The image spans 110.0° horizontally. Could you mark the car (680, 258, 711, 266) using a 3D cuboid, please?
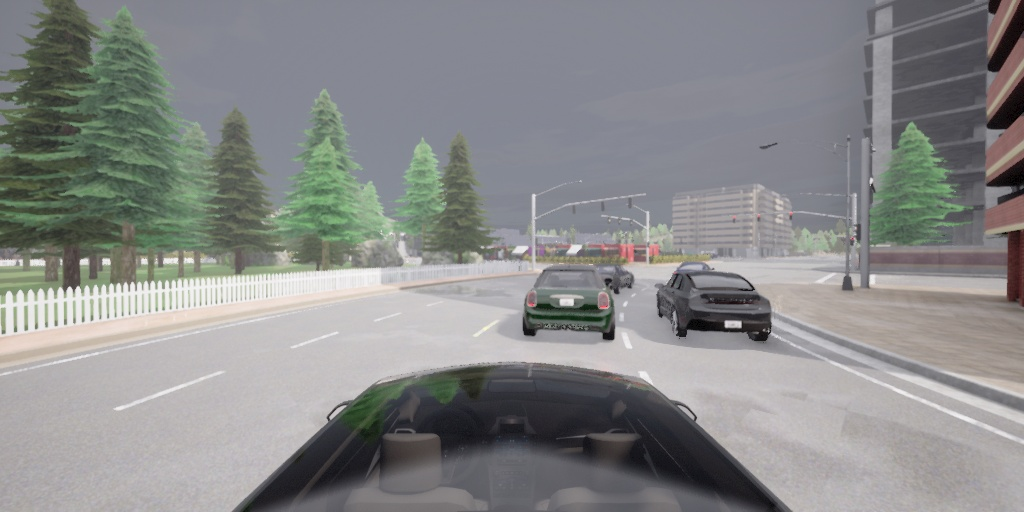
[{"bbox_3d":[10.287,1.055,20.213,1.812,1.442,4.674,0,1,34],"label":"car"}]

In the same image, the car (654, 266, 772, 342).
[{"bbox_3d":[5.075,1.156,9.566,1.837,1.490,4.892,0,-1,15],"label":"car"}]

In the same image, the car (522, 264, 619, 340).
[{"bbox_3d":[1.676,1.008,9.928,2.097,1.767,4.553,0,1,13],"label":"car"}]

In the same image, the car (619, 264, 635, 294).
[{"bbox_3d":[4.997,1.101,18.655,2.033,1.411,5.357,0,1,29],"label":"car"}]
